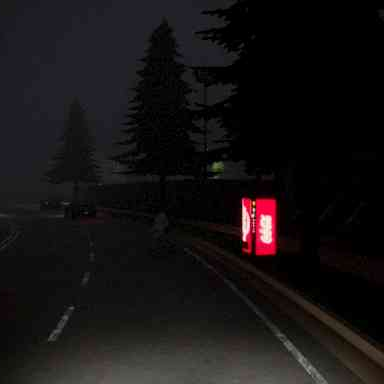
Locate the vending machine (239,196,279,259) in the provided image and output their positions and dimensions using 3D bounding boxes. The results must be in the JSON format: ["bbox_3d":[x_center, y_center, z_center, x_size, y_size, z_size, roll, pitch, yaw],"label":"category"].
[{"bbox_3d":[2.341,1.194,11.639,1.100,2.100,0.880,0,0,-14],"label":"vending machine"}]

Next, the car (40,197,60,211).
[{"bbox_3d":[-17.144,1.346,40.445,2.097,1.767,4.553,0,0,-32],"label":"car"}]

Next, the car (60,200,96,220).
[{"bbox_3d":[-9.633,1.474,28.417,1.882,1.535,5.008,0,0,-31],"label":"car"}]

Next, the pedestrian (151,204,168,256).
[{"bbox_3d":[-1.136,1.292,11.623,0.375,1.860,0.375,0,0,-15],"label":"pedestrian"}]
